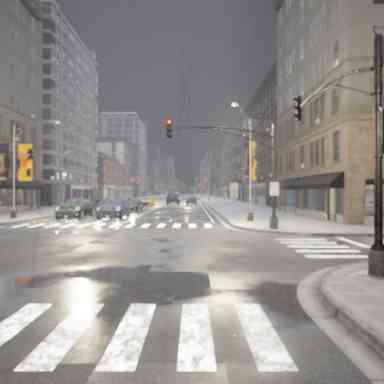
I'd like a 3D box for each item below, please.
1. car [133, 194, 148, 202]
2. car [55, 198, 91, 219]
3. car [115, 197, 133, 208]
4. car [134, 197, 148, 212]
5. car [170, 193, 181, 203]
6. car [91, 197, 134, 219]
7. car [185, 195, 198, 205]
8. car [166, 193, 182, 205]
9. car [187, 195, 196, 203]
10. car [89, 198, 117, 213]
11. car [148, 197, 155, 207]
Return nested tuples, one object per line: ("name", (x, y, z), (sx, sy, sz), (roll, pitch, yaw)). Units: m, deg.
("car", (-9.857, 1.061, 64.194), (2.128, 1.511, 4.902), (0, 0, 0))
("car", (-9.885, 1.322, 28.293), (2.097, 1.767, 4.553), (0, 0, 0))
("car", (-9.913, 1.470, 48.963), (1.812, 1.442, 4.674), (0, 1, -1))
("car", (-6.645, 1.451, 37.137), (2.128, 1.511, 4.902), (0, 0, 0))
("car", (-3.366, 1.152, 69.234), (2.150, 2.045, 5.566), (0, 0, 0))
("car", (-6.636, 1.322, 28.297), (2.097, 1.767, 4.553), (0, 0, 0))
("car", (-0.098, 1.434, 58.791), (1.837, 1.490, 4.892), (0, 0, 0))
("car", (-3.348, 1.150, 58.815), (2.150, 2.045, 5.566), (0, 0, 0))
("car", (-0.116, 1.440, 69.210), (1.812, 1.442, 4.674), (0, 0, 0))
("car", (-9.898, 1.464, 37.265), (1.837, 1.490, 4.892), (0, 0, 0))
("car", (-6.659, 1.421, 49.382), (1.882, 1.535, 5.008), (0, 0, 0))
